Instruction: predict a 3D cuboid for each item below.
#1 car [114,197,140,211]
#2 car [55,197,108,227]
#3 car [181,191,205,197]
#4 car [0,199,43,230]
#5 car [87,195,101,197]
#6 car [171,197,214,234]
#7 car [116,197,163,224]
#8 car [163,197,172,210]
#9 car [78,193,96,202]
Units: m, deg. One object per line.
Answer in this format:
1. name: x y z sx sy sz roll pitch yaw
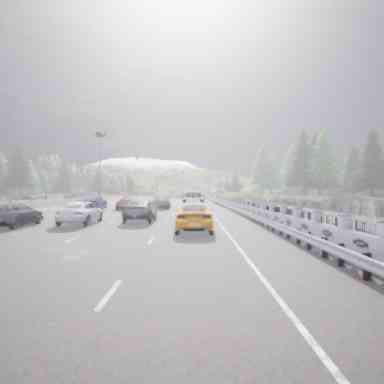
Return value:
1. car: -6.882 1.218 35.840 1.994 1.385 4.181 0 0 0
2. car: -6.894 1.286 20.581 1.812 1.442 4.674 0 1 0
3. car: 0.116 0.887 32.876 2.150 2.045 5.566 0 1 0
4. car: -10.395 1.338 19.361 1.994 1.385 4.181 0 1 0
5. car: -10.383 1.132 35.443 1.882 1.535 5.008 0 0 0
6. car: 0.108 1.271 17.603 1.882 1.535 5.008 0 1 0
7. car: -3.389 1.235 22.215 2.128 1.511 4.902 0 1 0
8. car: -3.381 1.216 37.151 1.994 1.385 4.181 0 0 0
9. car: -20.969 1.086 66.600 2.097 1.767 4.553 0 0 0
